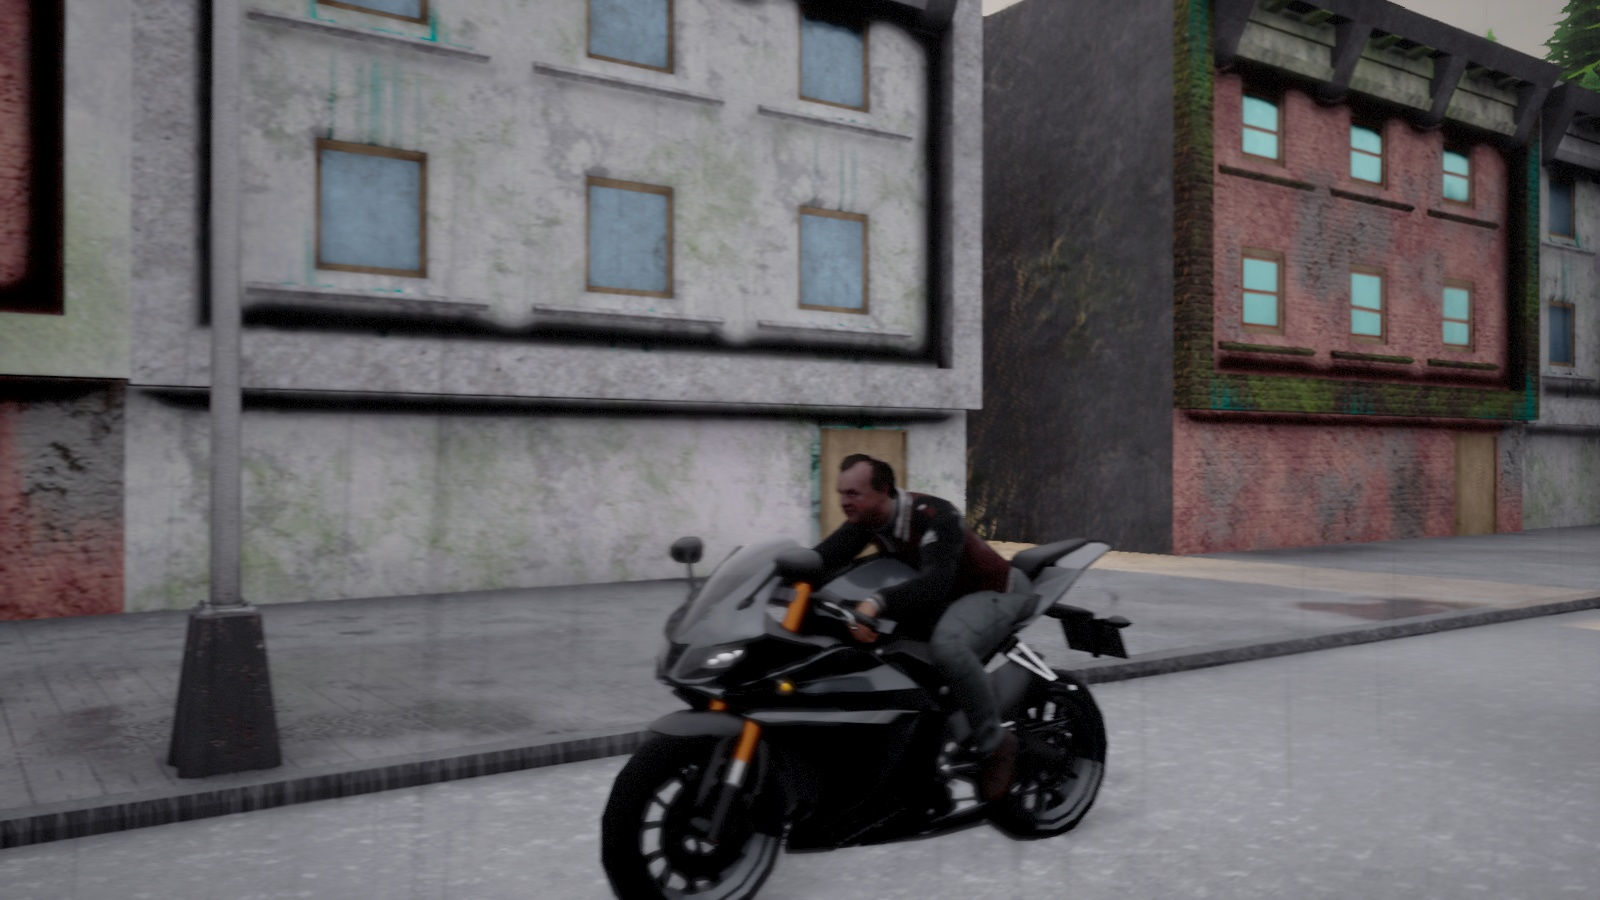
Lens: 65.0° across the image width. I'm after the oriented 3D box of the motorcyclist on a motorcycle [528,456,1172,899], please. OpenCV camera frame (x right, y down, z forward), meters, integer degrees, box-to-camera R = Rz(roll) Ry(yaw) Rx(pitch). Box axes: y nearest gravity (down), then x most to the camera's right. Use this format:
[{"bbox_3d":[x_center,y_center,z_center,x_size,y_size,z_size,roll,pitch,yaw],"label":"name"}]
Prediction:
[{"bbox_3d":[0.245,0.790,4.438,2.191,1.530,0.866,0,0,-35],"label":"motorcyclist on a motorcycle"}]
